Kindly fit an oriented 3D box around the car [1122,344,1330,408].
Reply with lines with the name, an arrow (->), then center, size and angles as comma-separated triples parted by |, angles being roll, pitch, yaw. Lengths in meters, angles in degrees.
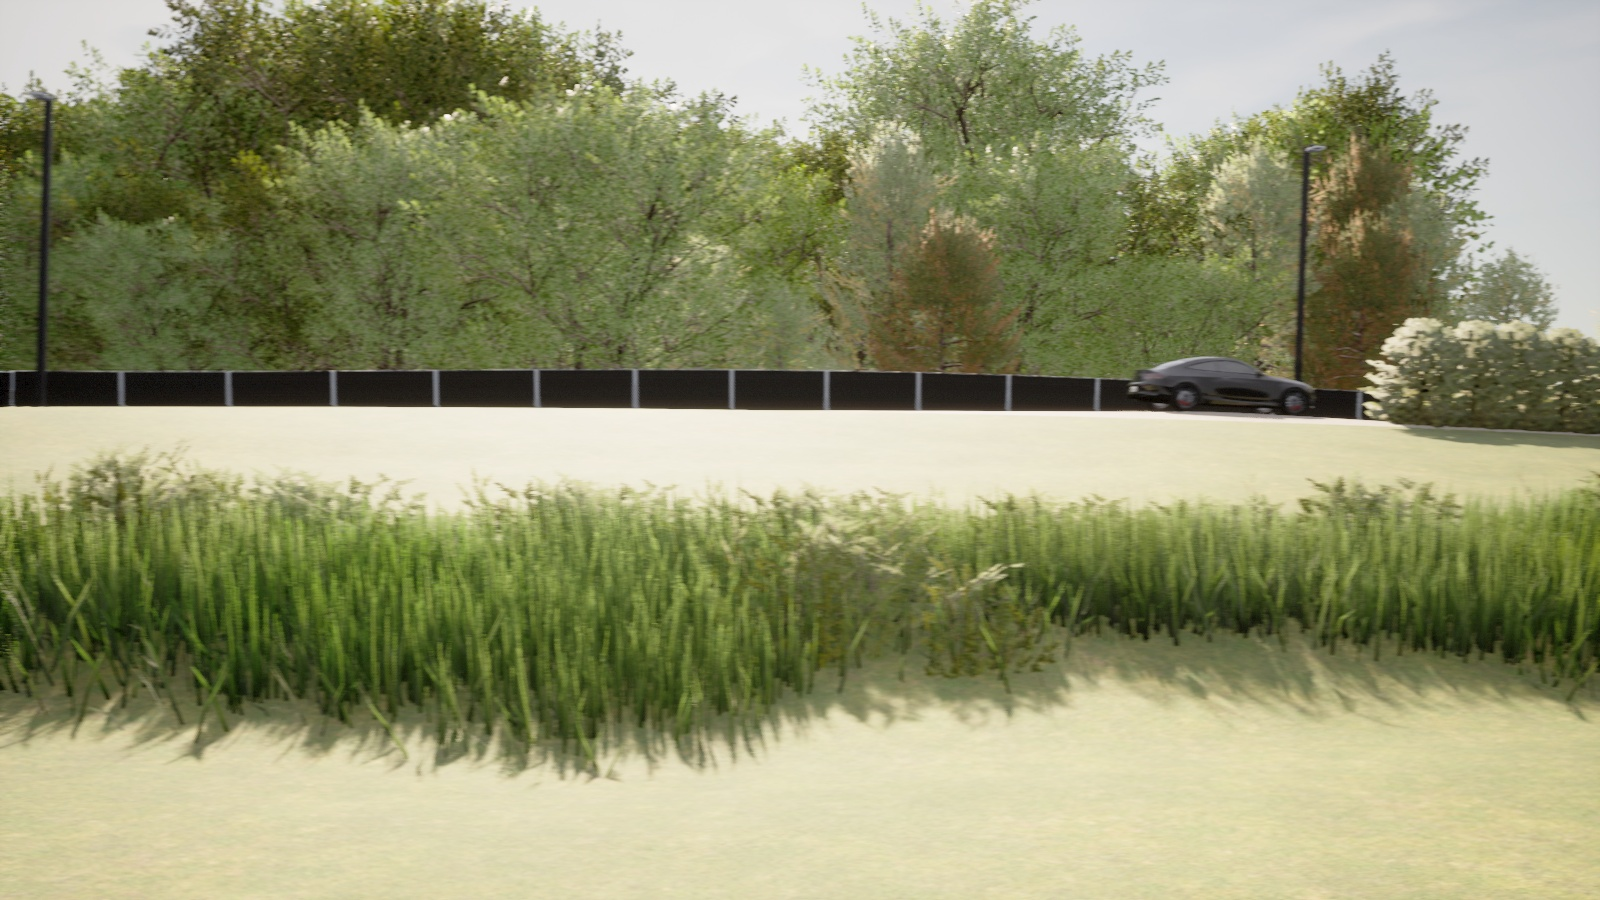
car -> 10.836, -1.854, 32.121 | 4.674, 1.442, 1.812 | 1, 1, -6
